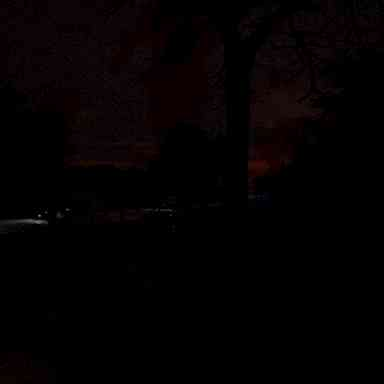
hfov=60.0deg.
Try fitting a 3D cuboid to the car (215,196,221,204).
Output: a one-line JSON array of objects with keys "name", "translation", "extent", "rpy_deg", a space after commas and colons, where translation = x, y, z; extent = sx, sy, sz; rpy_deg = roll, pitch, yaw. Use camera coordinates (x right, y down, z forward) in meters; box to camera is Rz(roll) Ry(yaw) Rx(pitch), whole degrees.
[{"name": "car", "translation": [5.007, 1.067, 49.035], "extent": [1.812, 1.442, 4.674], "rpy_deg": [1, 0, 28]}]

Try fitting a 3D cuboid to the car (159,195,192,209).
[{"name": "car", "translation": [-1.763, 1.106, 37.405], "extent": [1.812, 1.442, 4.674], "rpy_deg": [1, 1, 32]}]

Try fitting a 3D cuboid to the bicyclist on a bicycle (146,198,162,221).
[{"name": "bicyclist on a bicycle", "translation": [-2.791, 1.285, 24.299], "extent": [1.656, 1.620, 0.582], "rpy_deg": [0, 0, 36]}]

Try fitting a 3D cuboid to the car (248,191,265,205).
[{"name": "car", "translation": [8.595, 0.837, 49.231], "extent": [2.150, 2.045, 5.566], "rpy_deg": [1, 0, 27]}]

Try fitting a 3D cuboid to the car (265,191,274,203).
[{"name": "car", "translation": [13.143, 0.943, 58.881], "extent": [2.150, 2.045, 5.566], "rpy_deg": [1, 0, 22]}]

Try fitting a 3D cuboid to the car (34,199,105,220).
[{"name": "car", "translation": [-9.425, 1.298, 26.139], "extent": [2.033, 1.411, 5.357], "rpy_deg": [2, 2, 36]}]
